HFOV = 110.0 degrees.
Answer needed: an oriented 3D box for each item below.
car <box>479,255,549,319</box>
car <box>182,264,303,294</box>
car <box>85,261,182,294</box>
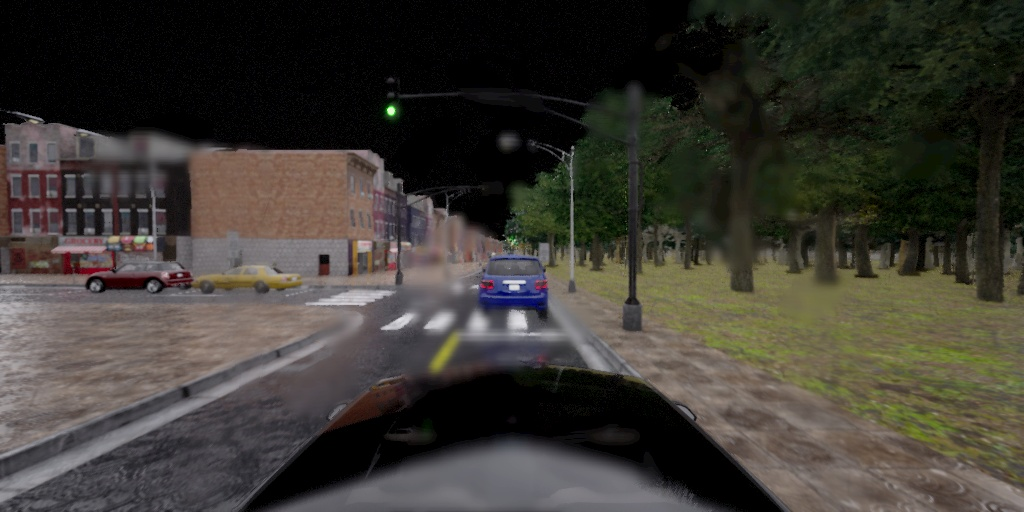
[{"bbox_3d":[0.078,0.976,12.948,2.150,2.045,5.566,0,0,0],"label":"car"},{"bbox_3d":[-13.265,1.104,18.063,4.829,1.417,1.751,0,0,0],"label":"car"},{"bbox_3d":[-18.636,0.984,18.031,4.097,1.591,1.967,0,0,0],"label":"car"}]
